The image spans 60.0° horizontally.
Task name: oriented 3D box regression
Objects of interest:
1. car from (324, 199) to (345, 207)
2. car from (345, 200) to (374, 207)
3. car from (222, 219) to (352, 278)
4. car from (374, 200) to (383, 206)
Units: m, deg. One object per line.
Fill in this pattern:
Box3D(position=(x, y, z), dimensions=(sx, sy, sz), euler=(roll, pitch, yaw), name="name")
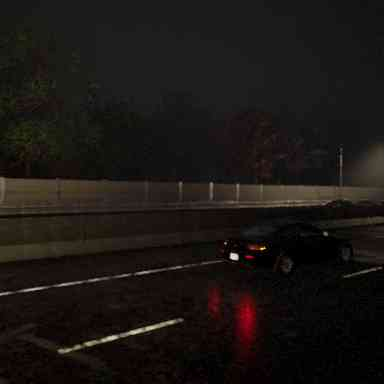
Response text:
Box3D(position=(19.217, 1.744, 43.503), dimensions=(4.892, 1.490, 1.837), euler=(0, 0, -35), name="car")
Box3D(position=(21.053, 1.764, 40.509), dimensions=(4.674, 1.442, 1.812), euler=(0, 0, -36), name="car")
Box3D(position=(3.010, 1.568, 10.250), dimensions=(4.674, 1.442, 1.812), euler=(0, 0, -35), name="car")
Box3D(position=(23.492, 1.462, 37.957), dimensions=(5.566, 2.045, 2.150), euler=(0, 0, -35), name="car")
